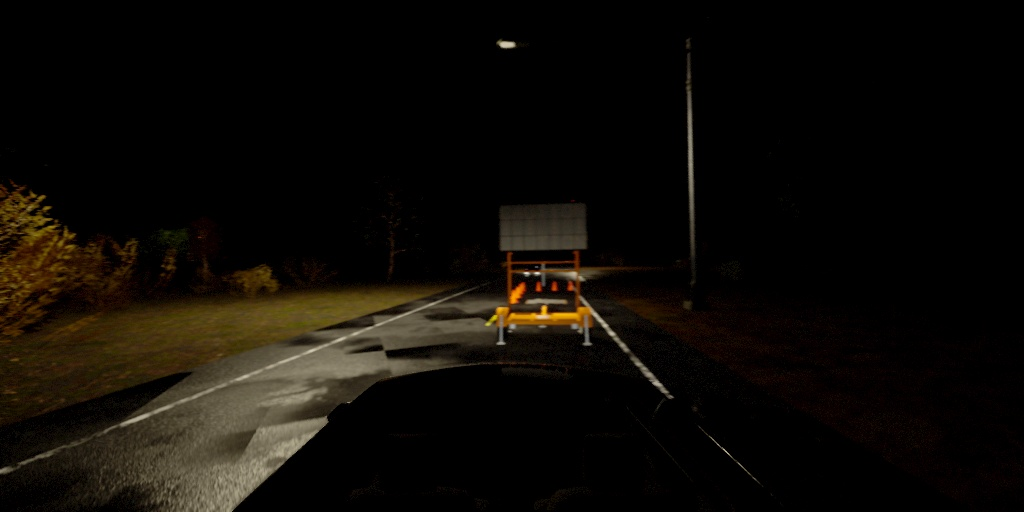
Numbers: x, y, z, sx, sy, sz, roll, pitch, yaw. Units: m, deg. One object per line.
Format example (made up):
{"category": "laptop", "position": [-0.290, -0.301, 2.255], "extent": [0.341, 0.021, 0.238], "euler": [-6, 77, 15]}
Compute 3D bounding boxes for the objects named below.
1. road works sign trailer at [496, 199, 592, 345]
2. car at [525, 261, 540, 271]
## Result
{"category": "road works sign trailer", "position": [0.878, 0.289, 9.736], "extent": [2.380, 3.560, 2.880], "euler": [0, 0, 6]}
{"category": "car", "position": [3.345, 1.658, 57.550], "extent": [2.097, 1.767, 4.553], "euler": [-1, -1, 9]}
